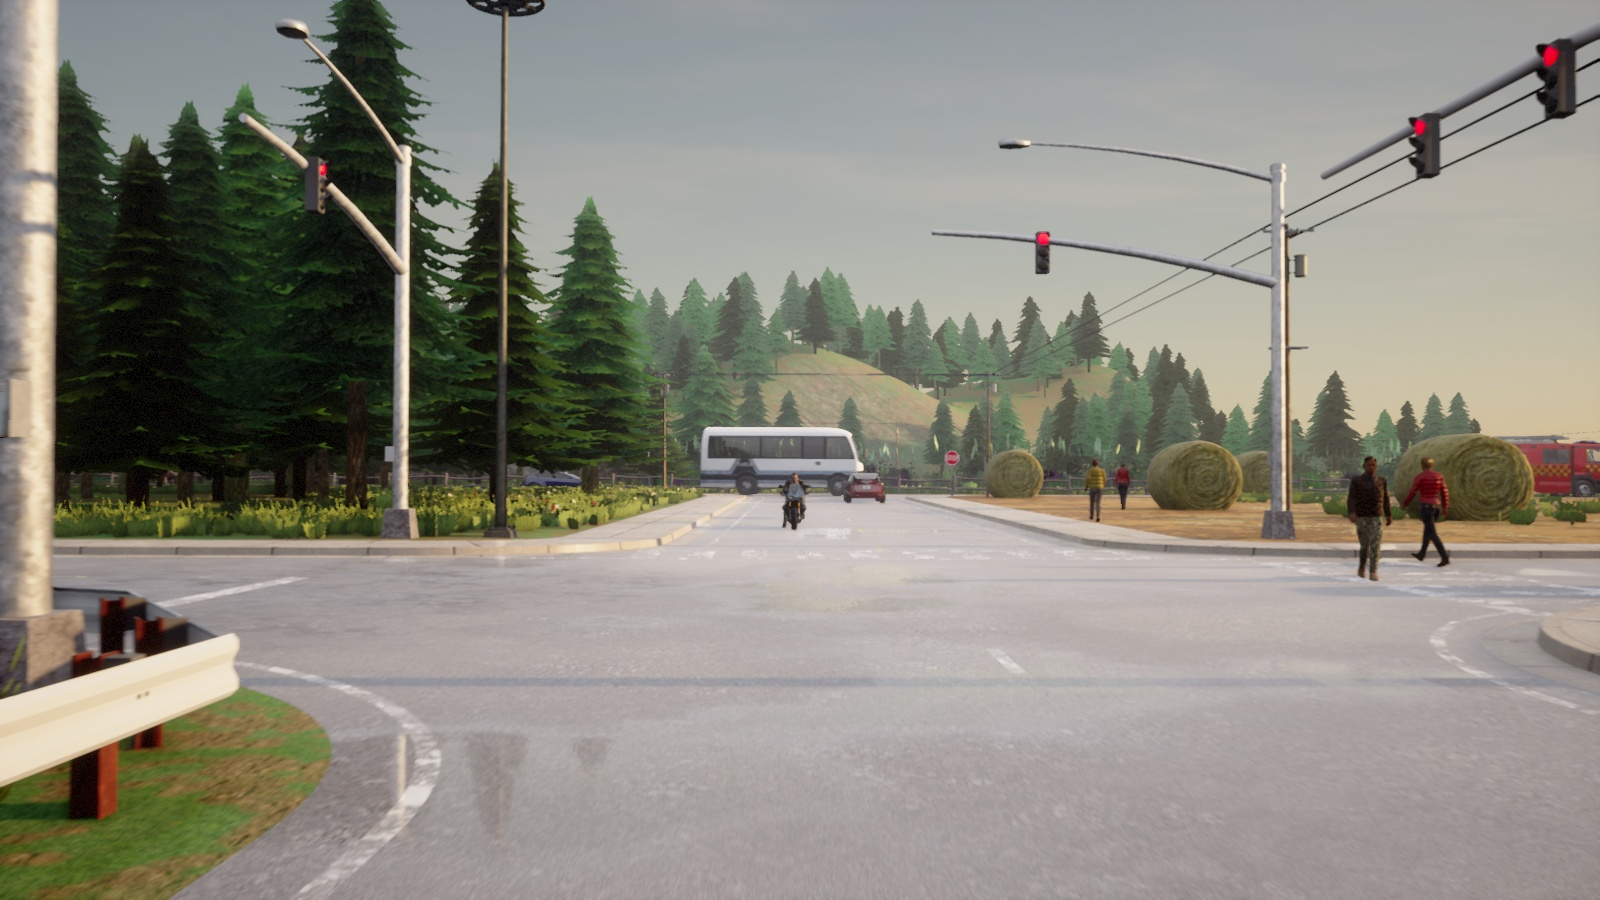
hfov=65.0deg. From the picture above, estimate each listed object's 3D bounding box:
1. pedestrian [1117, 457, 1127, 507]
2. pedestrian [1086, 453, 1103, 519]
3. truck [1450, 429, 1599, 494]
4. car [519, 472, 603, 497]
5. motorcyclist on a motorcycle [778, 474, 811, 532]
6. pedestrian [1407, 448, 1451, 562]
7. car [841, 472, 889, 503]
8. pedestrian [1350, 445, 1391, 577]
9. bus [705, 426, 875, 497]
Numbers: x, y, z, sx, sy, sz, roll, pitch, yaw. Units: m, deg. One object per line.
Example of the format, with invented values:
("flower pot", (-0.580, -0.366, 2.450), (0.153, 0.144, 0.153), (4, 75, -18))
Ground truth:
("pedestrian", (11.966, 1.183, 46.621), (0.331, 1.846, 0.636), (-1, -1, 17))
("pedestrian", (8.381, 1.022, 35.751), (0.370, 1.835, 0.726), (0, -1, 6))
("truck", (44.444, 0.715, 76.177), (8.468, 3.827, 2.891), (0, -1, 3))
("car", (-14.958, 2.158, 78.810), (4.792, 1.488, 2.163), (0, -1, 2))
("motorcyclist on a motorcycle", (-0.142, 1.423, 34.240), (0.866, 1.530, 2.191), (0, -1, 0))
("pedestrian", (10.385, 0.896, 20.740), (0.331, 1.846, 0.636), (0, -1, -7))
("car", (3.243, 1.865, 63.508), (2.163, 1.488, 4.792), (0, -1, 0))
("pedestrian", (8.165, 0.859, 17.984), (0.431, 1.840, 0.703), (-1, -1, 17))
("bus", (-0.537, 0.726, 78.188), (10.273, 4.253, 3.944), (0, -1, 3))
